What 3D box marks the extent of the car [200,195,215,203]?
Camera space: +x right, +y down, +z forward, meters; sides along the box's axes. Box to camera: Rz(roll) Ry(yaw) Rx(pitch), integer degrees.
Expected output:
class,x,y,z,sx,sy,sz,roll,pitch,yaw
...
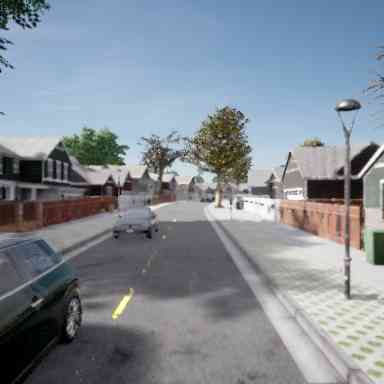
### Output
class,x,y,z,sx,sy,sz,roll,pitch,yaw
car,3.133,1.402,72.821,2.097,1.767,4.553,0,0,10

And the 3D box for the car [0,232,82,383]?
class,x,y,z,sx,sy,sz,roll,pitch,yaw
car,-2.803,1.352,3.351,2.097,1.767,4.553,0,0,0

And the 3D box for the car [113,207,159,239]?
class,x,y,z,sx,sy,sz,roll,pitch,yaw
car,-2.797,1.531,17.508,1.812,1.442,4.674,0,0,1
